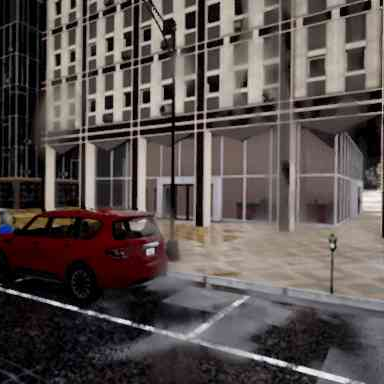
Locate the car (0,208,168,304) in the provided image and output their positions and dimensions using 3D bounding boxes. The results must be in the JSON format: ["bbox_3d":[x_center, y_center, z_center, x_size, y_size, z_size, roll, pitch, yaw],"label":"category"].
[{"bbox_3d":[-2.923,1.334,8.219,5.009,1.841,2.192,0,0,31],"label":"car"}]
